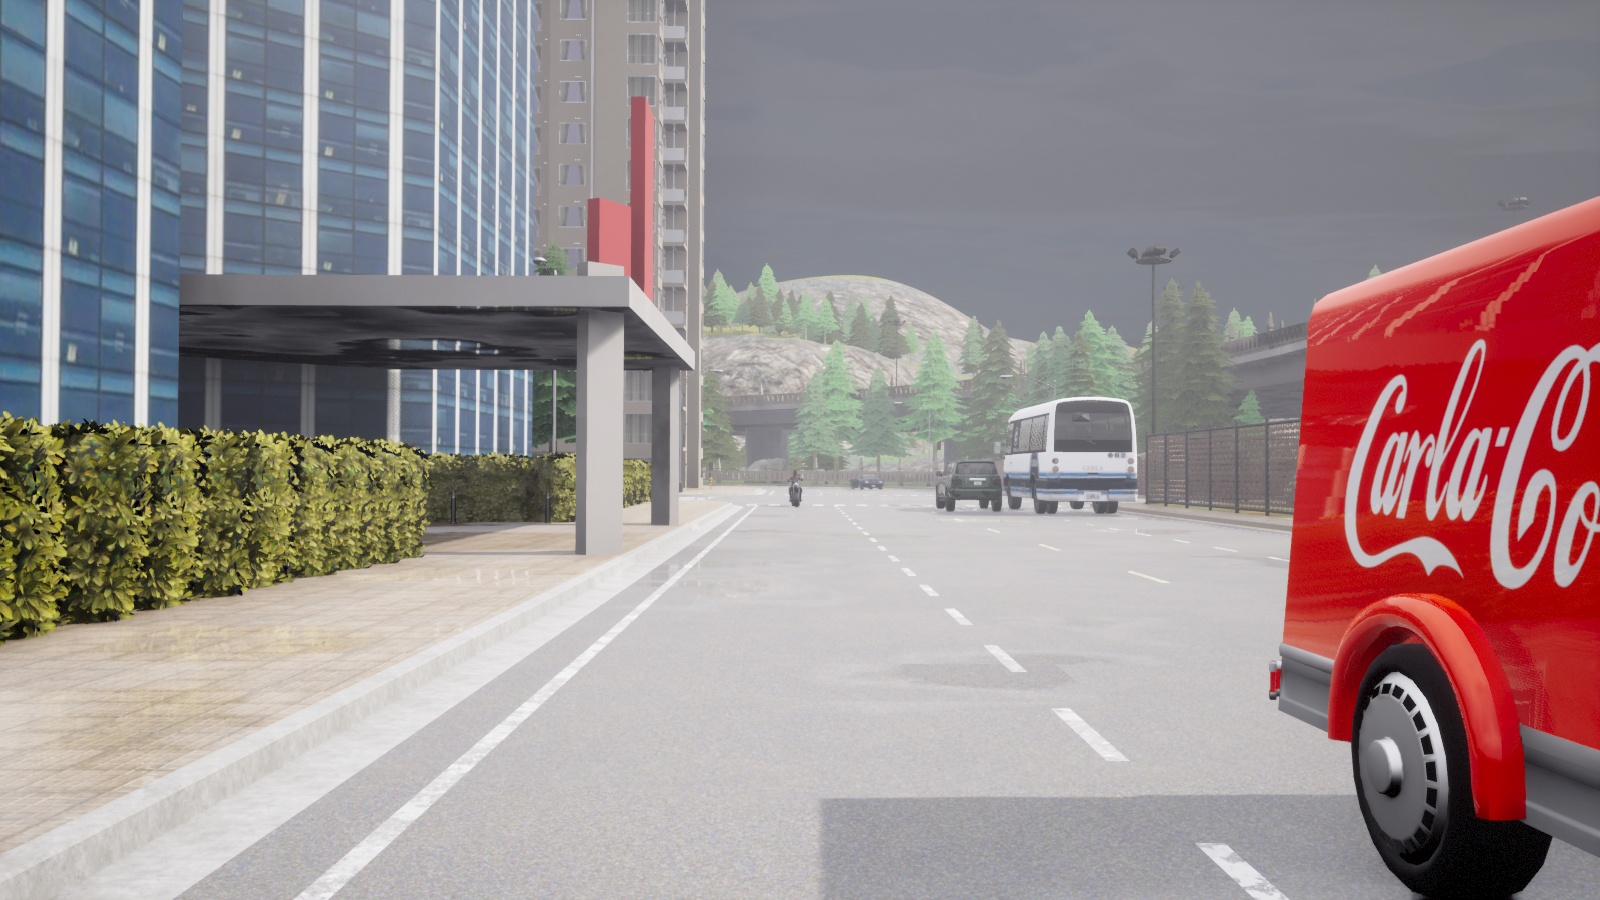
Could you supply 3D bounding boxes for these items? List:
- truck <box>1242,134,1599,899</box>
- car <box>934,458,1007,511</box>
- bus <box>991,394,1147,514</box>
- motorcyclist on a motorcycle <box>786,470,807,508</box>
[{"bbox_3d":[3.488,0.373,3.519,2.627,2.467,5.204,0,-1,0],"label":"truck"},{"bbox_3d":[6.864,1.363,51.171,2.150,2.045,5.566,0,-1,0],"label":"car"},{"bbox_3d":[10.362,0.232,49.859,3.944,4.253,10.273,0,-1,0],"label":"bus"},{"bbox_3d":[-0.171,1.685,54.872,0.766,1.649,2.350,-1,-1,-4],"label":"motorcyclist on a motorcycle"}]
